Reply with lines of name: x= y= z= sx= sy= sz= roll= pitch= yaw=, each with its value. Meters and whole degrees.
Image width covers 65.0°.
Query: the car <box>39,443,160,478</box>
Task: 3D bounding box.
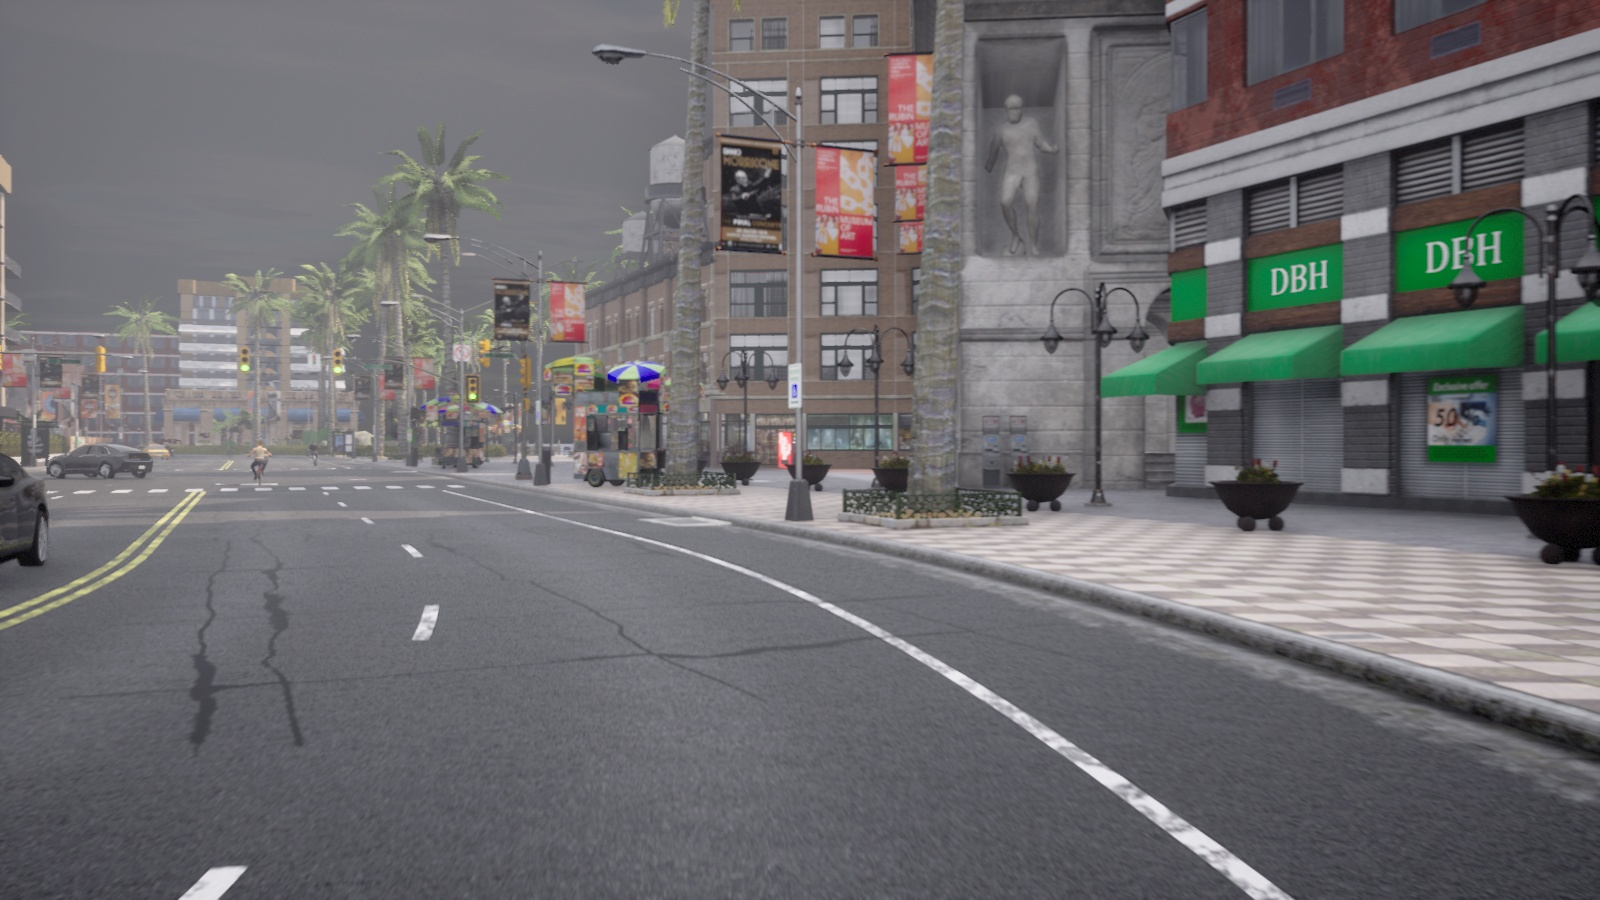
car: x=-30.397 y=0.443 z=54.486 sx=4.892 sy=1.490 sz=1.837 roll=0 pitch=0 yaw=20

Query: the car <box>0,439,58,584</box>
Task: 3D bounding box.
car: x=-9.559 y=0.648 z=13.509 sx=1.882 sy=1.535 sz=5.008 roll=0 pitch=0 yaw=-21
